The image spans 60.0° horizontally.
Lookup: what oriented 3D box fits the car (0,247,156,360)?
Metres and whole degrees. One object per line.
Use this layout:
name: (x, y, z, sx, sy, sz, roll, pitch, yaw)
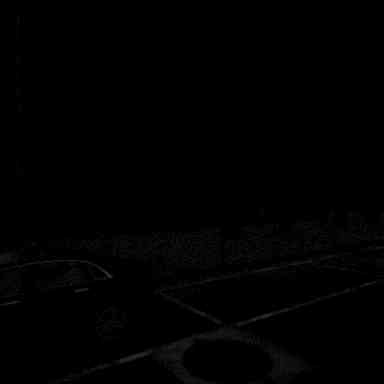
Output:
car: (-2.654, 1.552, 4.758, 4.403, 1.369, 2.008, 0, 0, -35)
